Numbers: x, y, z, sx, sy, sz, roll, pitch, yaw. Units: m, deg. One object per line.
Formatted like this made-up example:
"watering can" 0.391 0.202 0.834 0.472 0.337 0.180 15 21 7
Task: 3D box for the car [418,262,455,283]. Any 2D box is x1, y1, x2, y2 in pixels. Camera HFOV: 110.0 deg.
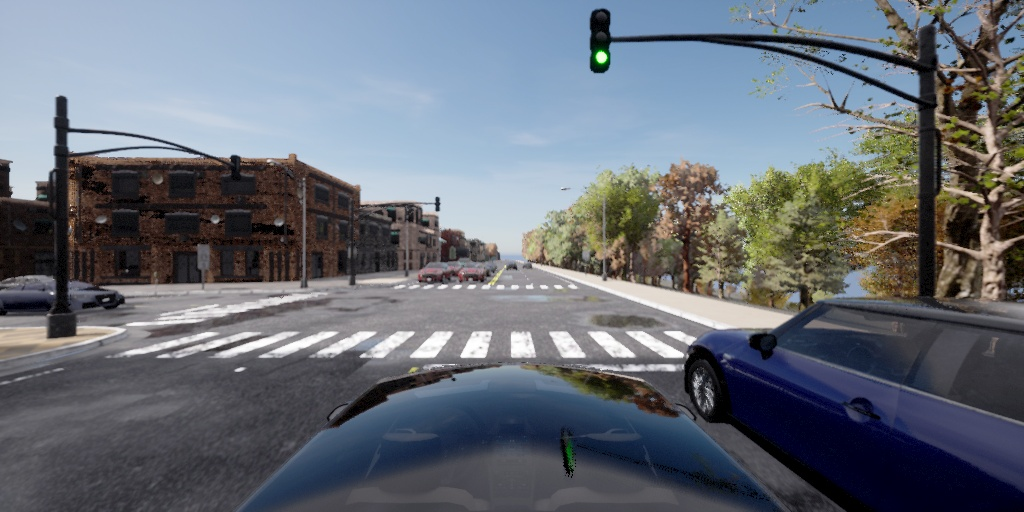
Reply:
"car" -6.694 1.358 31.416 2.097 1.767 4.553 0 0 2

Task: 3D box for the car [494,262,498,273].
"car" -3.429 1.736 50.494 1.994 1.385 4.181 0 0 1

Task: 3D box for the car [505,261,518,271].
"car" -0.026 1.774 61.850 1.837 1.490 4.892 0 -1 0

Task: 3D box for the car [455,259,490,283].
"car" -3.380 1.358 31.401 2.097 1.767 4.553 0 -1 0

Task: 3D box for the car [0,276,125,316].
"car" -19.351 1.724 15.290 4.181 1.385 1.994 -1 0 -1

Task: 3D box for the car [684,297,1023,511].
"car" 3.350 1.112 2.969 2.097 1.767 4.553 0 -1 0

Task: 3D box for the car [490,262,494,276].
"car" -3.408 1.562 40.497 1.882 1.535 5.008 0 -1 0

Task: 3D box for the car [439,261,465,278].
"car" -6.657 1.435 40.219 2.097 1.767 4.553 0 -1 0
